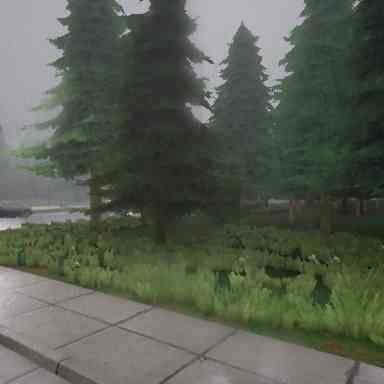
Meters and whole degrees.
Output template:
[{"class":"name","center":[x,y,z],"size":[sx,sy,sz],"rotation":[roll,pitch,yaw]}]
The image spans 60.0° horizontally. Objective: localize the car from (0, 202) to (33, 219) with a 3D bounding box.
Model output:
[{"class":"car","center":[-14.932,1.499,26.156],"size":[1.812,1.442,4.674],"rotation":[0,0,34]}]
